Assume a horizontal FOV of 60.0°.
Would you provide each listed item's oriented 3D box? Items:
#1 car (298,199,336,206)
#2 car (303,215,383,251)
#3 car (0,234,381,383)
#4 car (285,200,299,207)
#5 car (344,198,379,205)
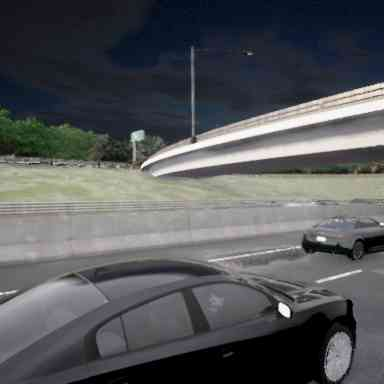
[{"bbox_3d":[13.837,1.644,35.341,4.718,1.301,1.895,1,0,-35],"label":"car"},{"bbox_3d":[5.957,1.539,12.291,4.181,1.385,1.994,0,0,-35],"label":"car"},{"bbox_3d":[-0.171,1.472,3.619,5.008,1.535,1.882,0,0,-36],"label":"car"},{"bbox_3d":[12.907,1.579,38.965,4.674,1.442,1.812,1,0,-36],"label":"car"},{"bbox_3d":[16.848,1.405,33.185,4.553,1.767,2.097,1,0,-35],"label":"car"}]
